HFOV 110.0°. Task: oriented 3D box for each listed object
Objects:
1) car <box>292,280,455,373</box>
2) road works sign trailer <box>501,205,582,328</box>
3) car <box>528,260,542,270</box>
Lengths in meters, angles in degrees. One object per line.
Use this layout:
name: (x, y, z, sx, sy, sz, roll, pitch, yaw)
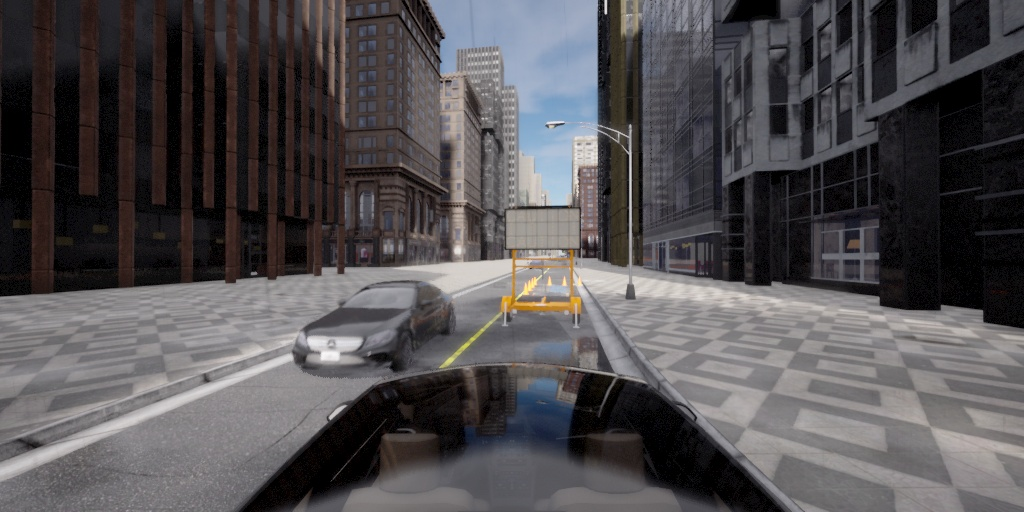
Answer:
car: (-2.545, 1.277, 7.819, 1.812, 1.442, 4.674, 0, 0, 6)
road works sign trailer: (0.985, 0.211, 11.449, 2.380, 3.560, 2.880, 0, 0, 8)
car: (3.412, 1.213, 50.243, 2.033, 1.411, 5.357, 0, 0, 8)
